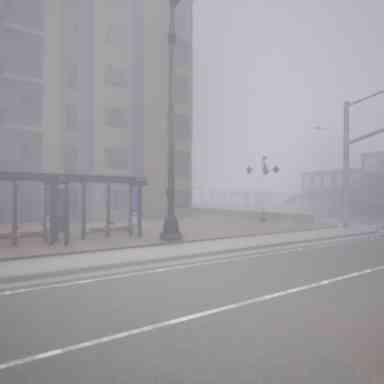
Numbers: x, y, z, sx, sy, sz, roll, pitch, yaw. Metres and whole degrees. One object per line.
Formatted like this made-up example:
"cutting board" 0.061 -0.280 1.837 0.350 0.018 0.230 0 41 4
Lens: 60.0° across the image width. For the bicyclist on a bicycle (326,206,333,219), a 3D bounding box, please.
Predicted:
"bicyclist on a bicycle" 18.138 2.710 44.009 1.656 1.620 0.582 0 -8 -36
